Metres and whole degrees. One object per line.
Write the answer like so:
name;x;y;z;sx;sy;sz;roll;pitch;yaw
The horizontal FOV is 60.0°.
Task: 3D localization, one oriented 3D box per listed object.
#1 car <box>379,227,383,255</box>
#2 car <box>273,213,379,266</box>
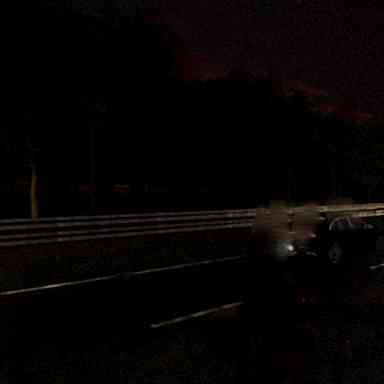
car;7.139;1.526;8.887;4.674;1.442;1.812;0;0;-36
car;4.947;1.492;11.622;4.902;1.511;2.128;0;0;-36
